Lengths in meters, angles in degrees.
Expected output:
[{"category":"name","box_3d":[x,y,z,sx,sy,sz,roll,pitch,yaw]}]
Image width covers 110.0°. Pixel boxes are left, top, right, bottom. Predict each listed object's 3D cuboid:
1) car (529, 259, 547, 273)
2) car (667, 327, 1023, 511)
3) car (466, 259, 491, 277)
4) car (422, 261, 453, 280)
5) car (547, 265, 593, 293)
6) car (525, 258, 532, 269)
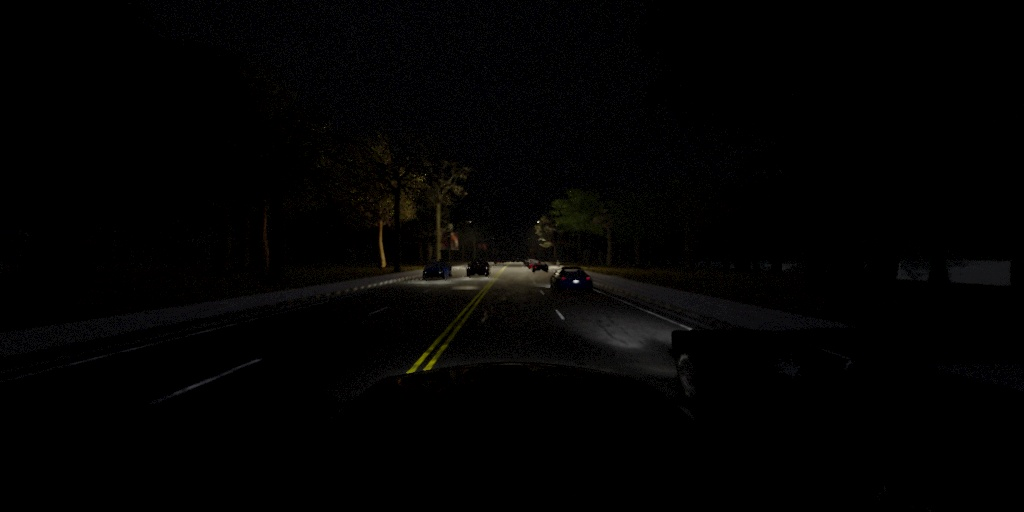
[{"category":"car","box_3d":[3.412,1.364,44.001,1.895,1.301,4.718,0,0,0]},{"category":"car","box_3d":[3.352,1.351,3.490,1.895,1.301,4.718,0,0,0]},{"category":"car","box_3d":[-3.235,1.109,35.147,2.097,1.767,4.553,0,0,0]},{"category":"car","box_3d":[-6.511,1.232,31.746,1.882,1.535,5.008,0,0,0]},{"category":"car","box_3d":[3.384,1.317,20.904,1.994,1.385,4.181,0,0,0]},{"category":"car","box_3d":[3.510,1.338,54.961,1.994,1.385,4.181,0,0,1]}]
